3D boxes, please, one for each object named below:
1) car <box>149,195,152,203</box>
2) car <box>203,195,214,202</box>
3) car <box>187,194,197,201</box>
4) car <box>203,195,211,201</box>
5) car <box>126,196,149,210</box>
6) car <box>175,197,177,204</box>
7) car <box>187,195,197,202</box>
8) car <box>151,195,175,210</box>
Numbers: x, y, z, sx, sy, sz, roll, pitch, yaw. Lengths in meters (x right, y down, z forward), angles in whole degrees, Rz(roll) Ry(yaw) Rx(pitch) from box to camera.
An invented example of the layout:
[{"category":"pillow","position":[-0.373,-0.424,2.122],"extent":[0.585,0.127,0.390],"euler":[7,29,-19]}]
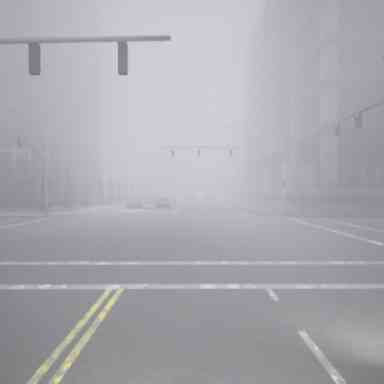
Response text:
[{"category":"car","position":[-7.047,1.384,58.532],"extent":[1.837,1.490,4.892],"euler":[0,1,1]},{"category":"car","position":[3.497,1.370,68.696],"extent":[2.128,1.511,4.902],"euler":[0,0,0]},{"category":"car","position":[-0.003,1.350,77.771],"extent":[2.128,1.511,4.902],"euler":[0,0,0]},{"category":"car","position":[3.497,1.349,77.771],"extent":[1.812,1.442,4.674],"euler":[0,0,0]},{"category":"car","position":[-7.087,1.478,42.148],"extent":[1.994,1.385,4.181],"euler":[0,0,0]},{"category":"car","position":[-3.544,1.428,58.412],"extent":[2.033,1.411,5.357],"euler":[0,0,1]},{"category":"car","position":[-0.003,1.366,68.384],"extent":[2.128,1.511,4.902],"euler":[0,0,0]},{"category":"car","position":[-3.589,1.392,41.999],"extent":[1.882,1.535,5.008],"euler":[0,0,0]}]
